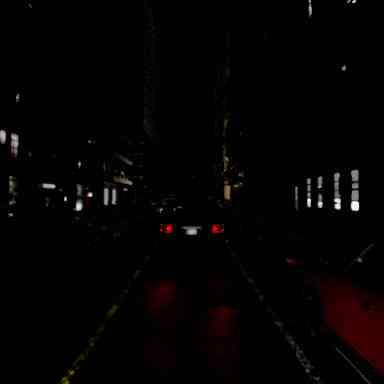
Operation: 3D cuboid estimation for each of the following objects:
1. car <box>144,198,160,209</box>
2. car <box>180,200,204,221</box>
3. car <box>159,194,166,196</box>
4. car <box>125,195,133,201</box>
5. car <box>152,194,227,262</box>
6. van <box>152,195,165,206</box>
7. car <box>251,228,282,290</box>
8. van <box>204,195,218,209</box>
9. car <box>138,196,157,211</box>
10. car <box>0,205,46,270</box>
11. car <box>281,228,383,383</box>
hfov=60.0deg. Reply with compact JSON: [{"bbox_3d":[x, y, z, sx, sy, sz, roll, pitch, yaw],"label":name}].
[{"bbox_3d":[-5.694,1.635,47.535,1.802,1.307,4.206,1,0,0],"label":"car"},{"bbox_3d":[0.014,1.538,28.557,1.837,1.490,4.892,0,0,0],"label":"car"},{"bbox_3d":[-3.143,1.278,48.550,2.150,2.045,5.566,0,0,0],"label":"car"},{"bbox_3d":[-16.577,1.585,81.251,4.097,1.590,1.967,0,-1,0],"label":"car"},{"bbox_3d":[0.020,1.238,12.343,2.150,2.045,5.566,0,0,0],"label":"car"},{"bbox_3d":[-5.871,1.405,58.616,1.690,1.788,3.998,1,0,0],"label":"van"},{"bbox_3d":[2.694,1.593,8.814,1.802,1.307,4.206,1,0,0],"label":"car"},{"bbox_3d":[2.657,1.394,47.597,1.690,1.788,3.998,1,0,0],"label":"van"},{"bbox_3d":[-5.688,1.598,41.994,2.008,1.369,4.403,1,0,0],"label":"car"},{"bbox_3d":[-5.682,1.326,8.753,2.192,1.841,5.009,1,0,0],"label":"car"},{"bbox_3d":[2.705,1.319,3.274,2.192,1.841,5.009,1,0,0],"label":"car"}]
